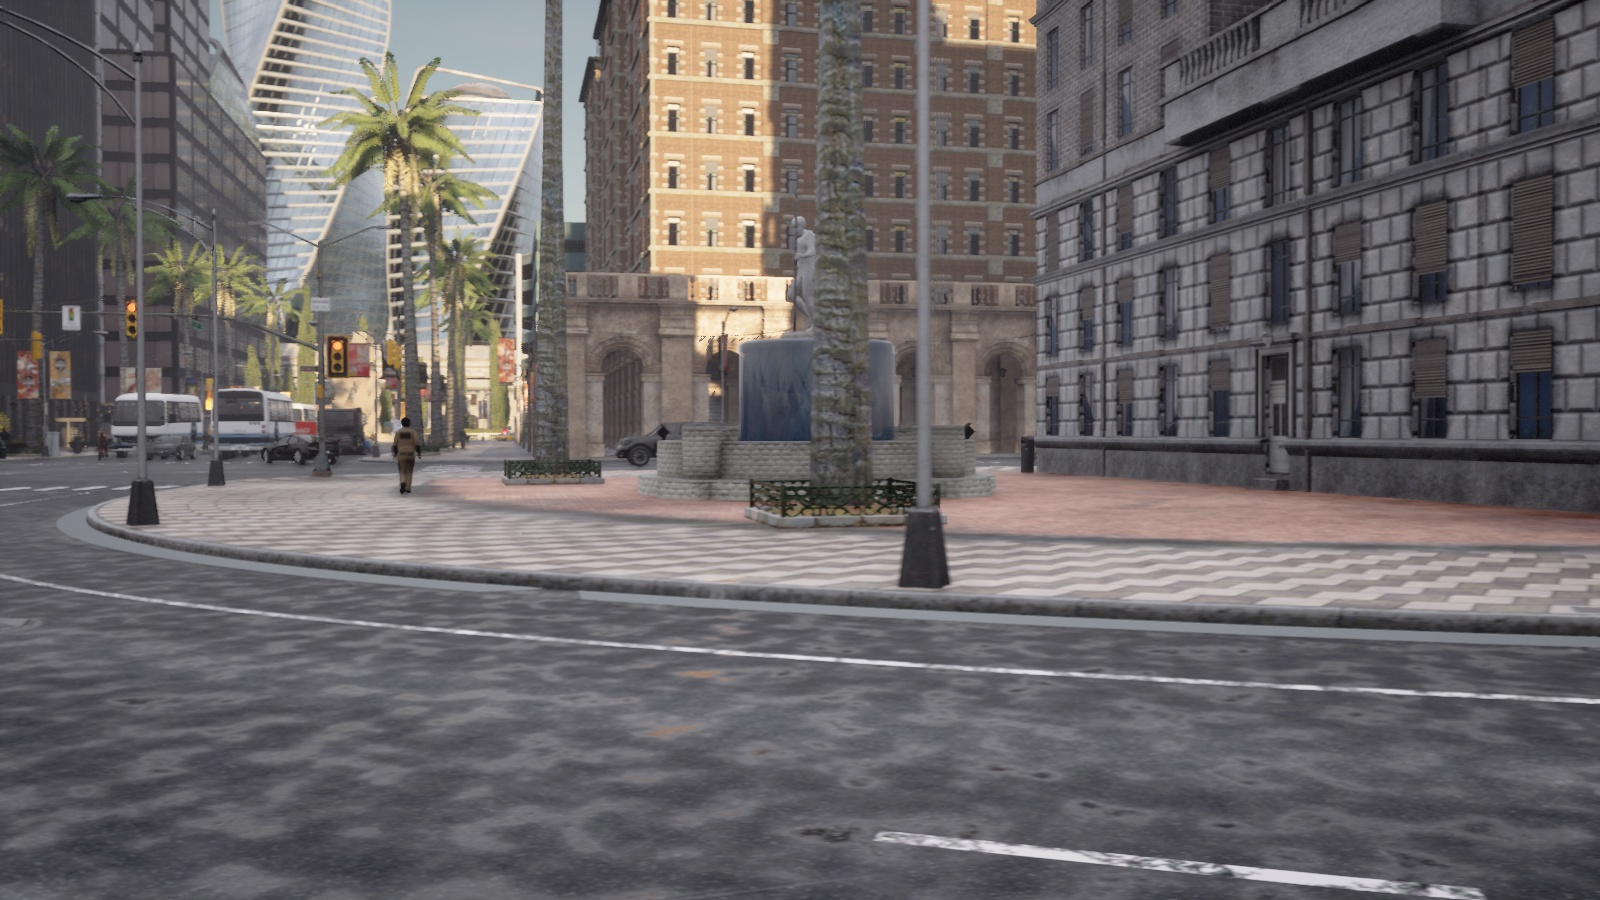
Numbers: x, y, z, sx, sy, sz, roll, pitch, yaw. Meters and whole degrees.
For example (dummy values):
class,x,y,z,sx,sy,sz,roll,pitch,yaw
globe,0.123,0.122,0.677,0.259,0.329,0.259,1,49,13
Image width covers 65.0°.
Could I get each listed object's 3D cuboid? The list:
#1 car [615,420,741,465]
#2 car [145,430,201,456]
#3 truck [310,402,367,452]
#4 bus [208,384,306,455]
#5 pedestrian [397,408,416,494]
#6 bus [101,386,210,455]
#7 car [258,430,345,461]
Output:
class,x,y,z,sx,sy,sz,roll,pitch,yaw
car,-5.637,-0.350,57.833,5.566,2.045,2.150,0,1,-12
car,-36.880,-0.435,73.982,1.837,1.490,4.892,0,1,-13
truck,-33.746,-1.684,92.163,2.891,3.462,7.936,0,1,-13
bus,-34.864,-1.915,81.064,3.944,4.253,10.273,0,1,-13
pedestrian,-9.014,0.013,28.755,0.396,1.930,0.692,0,1,-15
bus,-42.553,-1.982,83.389,3.944,4.253,10.273,0,2,-13
car,-25.389,-0.262,63.835,5.008,1.535,1.882,1,1,39
